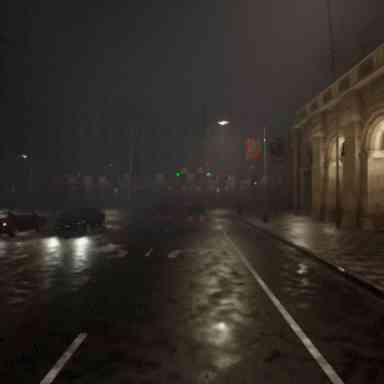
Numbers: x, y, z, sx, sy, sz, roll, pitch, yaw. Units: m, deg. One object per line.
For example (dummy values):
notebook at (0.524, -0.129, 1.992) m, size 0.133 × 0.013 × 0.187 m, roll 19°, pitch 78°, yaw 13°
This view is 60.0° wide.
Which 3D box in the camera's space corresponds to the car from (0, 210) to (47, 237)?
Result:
car at (-10.351, 1.771, 19.341) m, size 1.895 × 1.301 × 4.718 m, roll 0°, pitch 0°, yaw 1°

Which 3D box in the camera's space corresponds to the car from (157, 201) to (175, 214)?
car at (-3.197, 1.837, 40.585) m, size 2.128 × 1.511 × 4.902 m, roll 0°, pitch 0°, yaw -2°

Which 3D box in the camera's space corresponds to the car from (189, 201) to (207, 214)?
car at (0.717, 1.828, 39.811) m, size 2.128 × 1.511 × 4.902 m, roll 0°, pitch 0°, yaw 5°

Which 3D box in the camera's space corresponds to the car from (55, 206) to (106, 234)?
car at (-6.840, 1.659, 20.846) m, size 1.882 × 1.535 × 5.008 m, roll 0°, pitch -1°, yaw 1°
